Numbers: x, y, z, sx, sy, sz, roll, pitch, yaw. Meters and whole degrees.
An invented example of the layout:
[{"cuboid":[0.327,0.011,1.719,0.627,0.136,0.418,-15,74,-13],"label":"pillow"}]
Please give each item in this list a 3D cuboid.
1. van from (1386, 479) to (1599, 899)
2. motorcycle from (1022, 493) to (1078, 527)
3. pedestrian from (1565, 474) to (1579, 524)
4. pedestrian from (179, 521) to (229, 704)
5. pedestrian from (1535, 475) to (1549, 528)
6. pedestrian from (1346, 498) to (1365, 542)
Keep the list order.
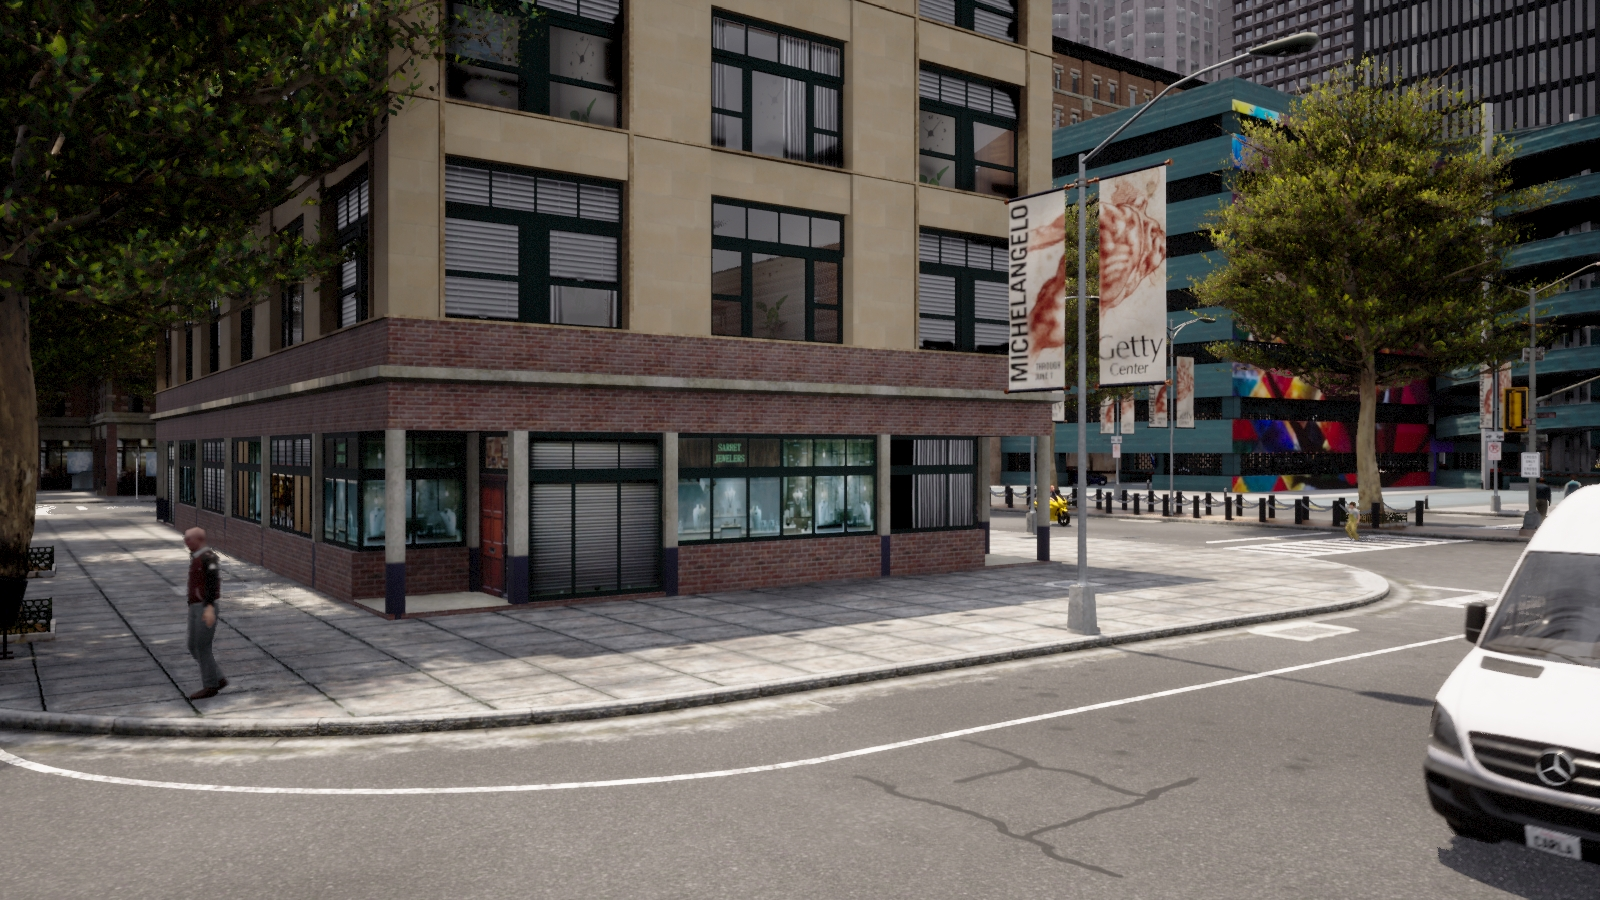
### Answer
[{"cuboid":[7.005,1.530,8.704,5.915,2.561,1.988,0,0,-35],"label":"van"},{"cuboid":[9.194,2.200,42.117,0.803,1.145,2.033,0,0,-33],"label":"motorcycle"},{"cuboid":[29.015,1.829,42.952,0.375,1.860,0.375,0,0,42],"label":"pedestrian"},{"cuboid":[-6.297,1.695,12.072,0.375,1.860,0.375,0,0,44],"label":"pedestrian"},{"cuboid":[26.359,1.831,40.578,0.375,1.860,0.375,0,0,40],"label":"pedestrian"},{"cuboid":[16.831,2.115,34.630,0.375,1.300,0.375,0,0,-22],"label":"pedestrian"}]
